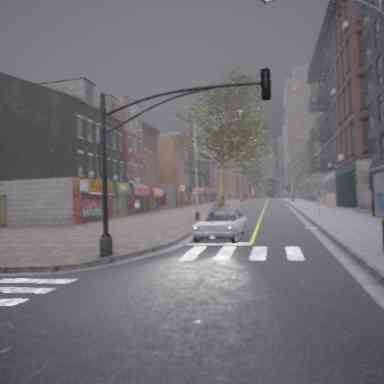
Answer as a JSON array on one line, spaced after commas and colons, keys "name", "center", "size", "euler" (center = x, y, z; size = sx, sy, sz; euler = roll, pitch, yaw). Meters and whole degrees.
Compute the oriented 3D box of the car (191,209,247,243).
[{"name": "car", "center": [1.413, 1.522, 15.680], "size": [1.895, 1.301, 4.718], "euler": [-2, 0, 16]}]
